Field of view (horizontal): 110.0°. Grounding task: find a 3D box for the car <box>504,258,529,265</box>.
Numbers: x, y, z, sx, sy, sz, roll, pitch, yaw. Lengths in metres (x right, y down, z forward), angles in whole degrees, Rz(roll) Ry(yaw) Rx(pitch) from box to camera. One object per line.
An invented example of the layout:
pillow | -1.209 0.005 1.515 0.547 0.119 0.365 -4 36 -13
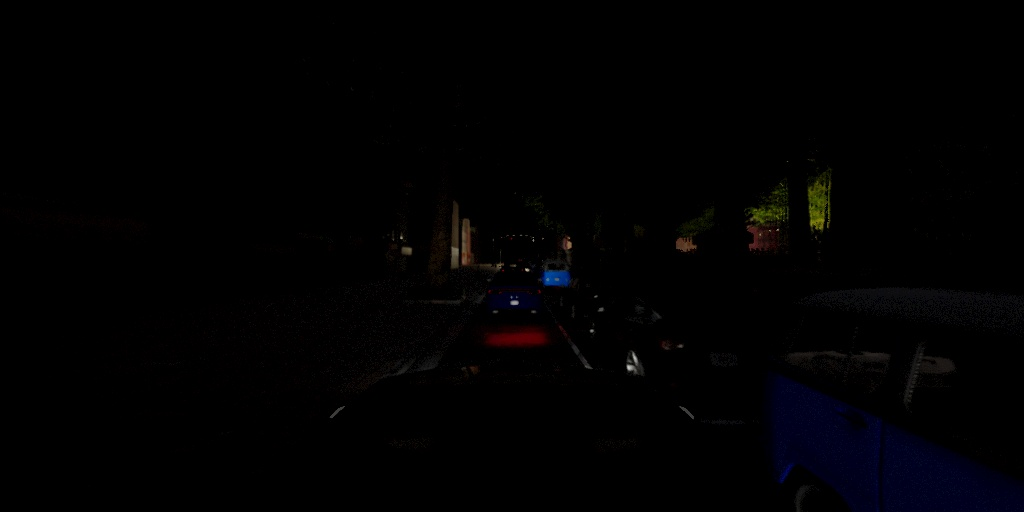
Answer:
car | 0.085 1.197 30.751 2.097 1.767 4.553 0 0 0

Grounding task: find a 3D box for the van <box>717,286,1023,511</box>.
van | 2.639 1.089 1.098 1.690 1.789 3.998 0 0 0

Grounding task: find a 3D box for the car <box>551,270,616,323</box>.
car | 2.636 1.330 11.996 2.007 1.370 4.403 0 0 0

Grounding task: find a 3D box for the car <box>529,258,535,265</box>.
car | 2.980 1.207 33.146 2.097 1.767 4.553 0 0 0

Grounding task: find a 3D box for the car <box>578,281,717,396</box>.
car | 2.638 1.329 6.547 1.948 1.339 4.313 0 0 0

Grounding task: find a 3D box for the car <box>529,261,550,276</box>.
car | 3.005 1.361 40.176 1.882 1.535 5.008 0 0 0

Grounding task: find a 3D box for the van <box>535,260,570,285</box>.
van | 2.634 1.157 22.895 1.690 1.789 3.998 0 0 0

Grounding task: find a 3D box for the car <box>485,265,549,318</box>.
car | 0.085 1.261 13.252 1.882 1.535 5.008 0 0 0
